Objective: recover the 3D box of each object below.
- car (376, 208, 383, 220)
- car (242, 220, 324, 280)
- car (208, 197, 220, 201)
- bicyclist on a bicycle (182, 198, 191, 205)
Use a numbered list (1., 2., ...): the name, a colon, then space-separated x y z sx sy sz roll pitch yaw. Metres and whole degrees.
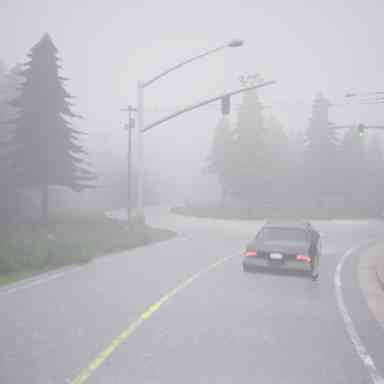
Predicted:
1. car: 17.775 1.603 28.044 4.902 1.511 2.128 0 0 -22
2. car: 2.943 1.572 10.182 2.033 1.411 5.357 0 0 22
3. car: 4.283 1.681 63.022 1.994 1.385 4.181 0 0 33
4. bicyclist on a bicycle: -0.593 1.518 35.785 1.656 1.620 0.582 0 0 -15
